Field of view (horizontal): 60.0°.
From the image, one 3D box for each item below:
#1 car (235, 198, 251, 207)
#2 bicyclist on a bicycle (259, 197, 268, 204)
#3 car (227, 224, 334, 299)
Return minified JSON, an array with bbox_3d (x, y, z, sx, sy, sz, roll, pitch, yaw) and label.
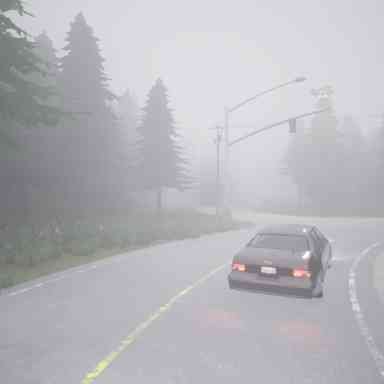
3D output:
[{"bbox_3d":[8.147,1.590,51.382,1.994,1.385,4.181,0,0,26],"label":"car"},{"bbox_3d":[8.680,1.480,40.159,1.656,1.620,0.582,0,0,-1],"label":"bicyclist on a bicycle"},{"bbox_3d":[2.536,1.547,8.645,2.033,1.411,5.357,0,0,25],"label":"car"}]
